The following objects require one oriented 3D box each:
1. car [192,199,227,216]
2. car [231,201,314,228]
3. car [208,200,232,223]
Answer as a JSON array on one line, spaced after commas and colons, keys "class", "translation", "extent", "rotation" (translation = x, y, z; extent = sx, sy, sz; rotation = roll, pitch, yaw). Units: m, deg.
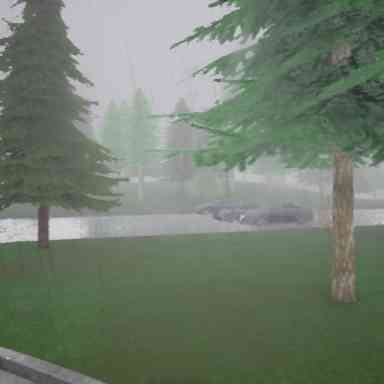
[{"class": "car", "translation": [2.435, 1.454, 31.441], "extent": [4.892, 1.490, 1.837], "rotation": [0, 0, -16]}, {"class": "car", "translation": [5.394, 1.423, 21.395], "extent": [4.902, 1.511, 2.128], "rotation": [0, 0, -16]}, {"class": "car", "translation": [3.643, 1.508, 24.504], "extent": [4.181, 1.385, 1.994], "rotation": [0, 0, -16]}]
